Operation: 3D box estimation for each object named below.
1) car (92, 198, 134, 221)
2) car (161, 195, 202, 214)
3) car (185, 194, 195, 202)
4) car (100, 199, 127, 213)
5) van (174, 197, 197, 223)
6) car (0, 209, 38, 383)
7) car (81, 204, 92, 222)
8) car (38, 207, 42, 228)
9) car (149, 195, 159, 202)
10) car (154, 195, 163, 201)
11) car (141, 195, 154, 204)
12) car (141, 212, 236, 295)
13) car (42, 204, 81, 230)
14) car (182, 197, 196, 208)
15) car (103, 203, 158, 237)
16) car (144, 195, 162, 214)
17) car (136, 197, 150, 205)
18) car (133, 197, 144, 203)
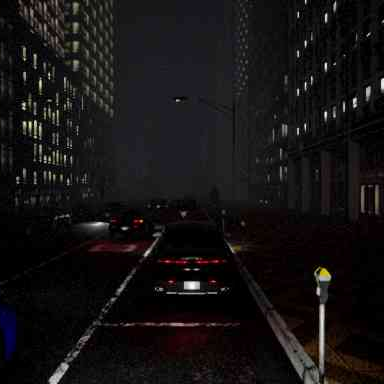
[{"bbox_3d":[-6.244,1.500,26.884,1.837,1.490,4.892,0,0,0],"label":"car"},{"bbox_3d":[-0.465,1.311,20.672,2.192,1.841,5.009,-1,0,0],"label":"car"},{"bbox_3d":[-0.465,1.298,77.509,2.192,1.841,5.009,-1,0,0],"label":"car"},{"bbox_3d":[-8.844,1.544,37.723,2.008,1.369,4.403,-1,0,0],"label":"car"},{"bbox_3d":[-0.465,1.336,26.356,1.690,1.788,3.998,-1,0,0],"label":"van"},{"bbox_3d":[-3.047,1.220,1.392,2.150,2.045,5.566,0,0,0],"label":"car"},{"bbox_3d":[-8.843,1.577,26.356,1.802,1.307,4.206,-1,0,0],"label":"car"},{"bbox_3d":[-8.843,1.542,14.989,1.887,1.381,4.507,-1,0,0],"label":"car"},{"bbox_3d":[-8.843,1.509,77.339,1.752,1.417,4.829,-1,0,0],"label":"car"},{"bbox_3d":[-8.844,1.545,88.876,1.947,1.339,4.313,-1,0,0],"label":"car"},{"bbox_3d":[-8.845,1.427,66.141,1.967,1.590,4.097,-1,0,0],"label":"car"},{"bbox_3d":[-0.001,1.502,8.651,1.837,1.490,4.892,0,0,0],"label":"car"},{"bbox_3d":[-8.844,1.547,20.672,2.008,1.369,4.403,-1,0,0],"label":"car"},{"bbox_3d":[-0.463,1.541,49.090,2.008,1.369,4.403,-1,0,0],"label":"car"},{"bbox_3d":[-3.144,1.522,17.873,1.812,1.442,4.674,0,0,0],"label":"car"},{"bbox_3d":[-3.052,1.346,32.153,2.097,1.767,4.553,0,0,0],"label":"car"},{"bbox_3d":[-8.843,1.570,60.458,1.802,1.307,4.206,-1,0,0],"label":"car"},{"bbox_3d":[-8.843,1.541,49.090,2.008,1.369,4.403,-1,0,0],"label":"car"}]
